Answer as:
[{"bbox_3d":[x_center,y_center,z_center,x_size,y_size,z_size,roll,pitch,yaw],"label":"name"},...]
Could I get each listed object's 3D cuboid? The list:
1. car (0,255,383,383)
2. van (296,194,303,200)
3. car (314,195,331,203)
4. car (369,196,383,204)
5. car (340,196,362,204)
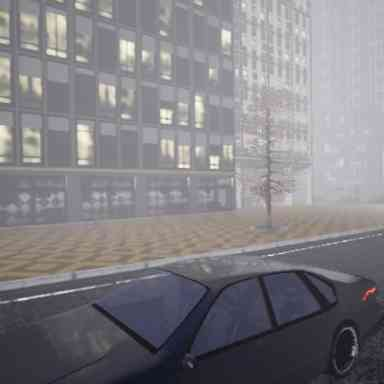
[{"bbox_3d":[0.254,1.549,3.937,5.357,1.411,2.033,0,0,-36],"label":"car"},{"bbox_3d":[23.327,0.842,75.932,1.690,1.788,3.998,-1,1,-38],"label":"van"},{"bbox_3d":[23.581,1.294,61.786,1.947,1.339,4.313,-1,1,-38],"label":"car"},{"bbox_3d":[30.457,1.369,52.732,1.947,1.339,4.313,-1,1,-38],"label":"car"},{"bbox_3d":[27.002,1.348,57.248,1.802,1.307,4.206,-1,1,-38],"label":"car"}]
